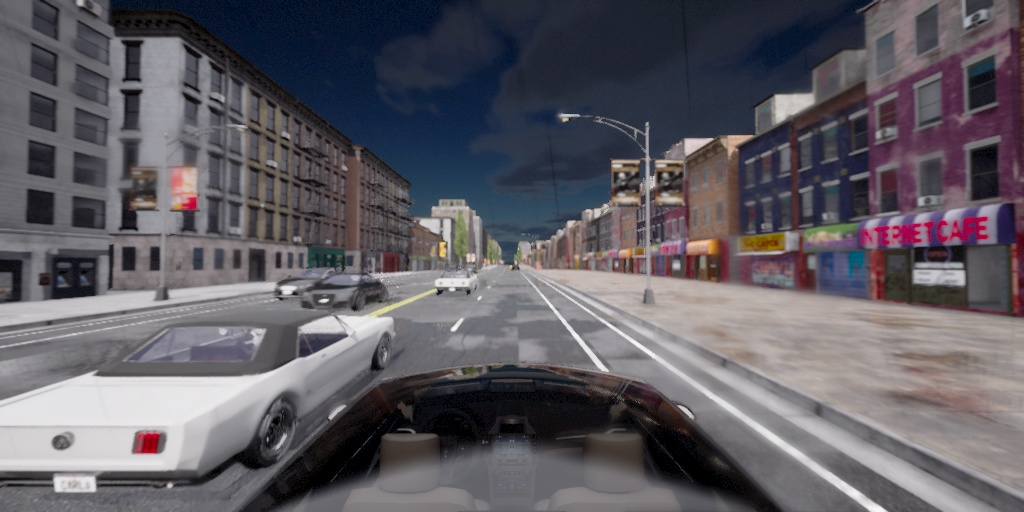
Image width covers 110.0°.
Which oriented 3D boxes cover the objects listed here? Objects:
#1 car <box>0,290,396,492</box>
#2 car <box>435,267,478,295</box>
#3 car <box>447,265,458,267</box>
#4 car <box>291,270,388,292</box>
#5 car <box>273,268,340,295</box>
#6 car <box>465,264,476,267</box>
[{"bbox_3d":[-3.150,1.365,4.814,1.895,1.301,4.718,0,0,0],"label":"car"},{"bbox_3d":[-3.148,1.503,21.118,1.895,1.301,4.718,0,-1,0],"label":"car"},{"bbox_3d":[-9.776,2.146,59.197,1.994,1.385,4.181,0,-1,1],"label":"car"},{"bbox_3d":[-6.596,1.396,14.551,1.994,1.385,4.181,0,-1,0],"label":"car"},{"bbox_3d":[-9.844,1.360,18.168,2.128,1.511,4.902,0,-1,0],"label":"car"},{"bbox_3d":[-6.537,2.023,56.618,2.128,1.511,4.902,0,-1,1],"label":"car"}]
